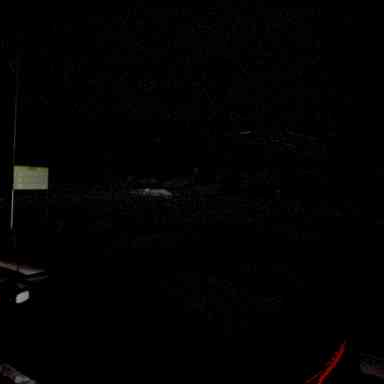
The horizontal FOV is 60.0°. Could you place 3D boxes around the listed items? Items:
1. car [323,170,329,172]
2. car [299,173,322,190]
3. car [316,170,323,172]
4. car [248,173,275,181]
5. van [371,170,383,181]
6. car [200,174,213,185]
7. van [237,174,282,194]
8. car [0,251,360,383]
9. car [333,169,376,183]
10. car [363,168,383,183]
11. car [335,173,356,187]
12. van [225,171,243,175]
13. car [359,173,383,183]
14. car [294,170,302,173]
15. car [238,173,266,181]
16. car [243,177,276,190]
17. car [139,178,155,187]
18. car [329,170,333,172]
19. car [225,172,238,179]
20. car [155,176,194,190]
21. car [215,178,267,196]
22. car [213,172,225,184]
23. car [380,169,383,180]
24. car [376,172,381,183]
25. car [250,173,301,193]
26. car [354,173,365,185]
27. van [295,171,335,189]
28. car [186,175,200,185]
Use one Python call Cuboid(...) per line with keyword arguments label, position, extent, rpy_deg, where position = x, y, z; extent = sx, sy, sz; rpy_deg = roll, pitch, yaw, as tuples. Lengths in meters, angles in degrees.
Cuboid(label="car", position=(30.153, -4.593, 80.966), extent=(4.553, 1.767, 2.185), rpy_deg=(2, 6, 31))
Cuboid(label="car", position=(15.260, -1.263, 46.585), extent=(4.553, 1.767, 2.185), rpy_deg=(4, 7, 32))
Cuboid(label="car", position=(27.854, -4.258, 79.169), extent=(4.674, 1.452, 2.002), rpy_deg=(2, 5, 31))
Cuboid(label="car", position=(14.224, -3.163, 68.077), extent=(4.792, 1.488, 2.163), rpy_deg=(2, 5, 31))
Cuboid(label="van", position=(36.586, -3.044, 63.211), extent=(4.442, 1.987, 1.878), rpy_deg=(4, 7, 31))
Cuboid(label="car", position=(0.542, -2.045, 56.945), extent=(4.792, 1.488, 2.163), rpy_deg=(2, 6, 30))
Cuboid(label="van", position=(8.260, -0.799, 41.026), extent=(4.442, 1.987, 1.878), rpy_deg=(4, 7, 32))
Cuboid(label="car", position=(-0.775, 1.475, 4.014), extent=(5.008, 1.535, 1.882), rpy_deg=(0, 0, 36))
Cuboid(label="car", position=(27.162, -2.317, 55.750), extent=(5.566, 2.045, 2.435), rpy_deg=(4, 7, 31))
Cuboid(label="car", position=(31.858, -2.696, 59.495), extent=(5.566, 2.045, 2.435), rpy_deg=(4, 7, 31))
Cuboid(label="car", position=(22.409, -1.692, 52.074), extent=(4.892, 1.521, 2.231), rpy_deg=(4, 7, 32))
Cuboid(label="van", position=(7.285, -2.864, 62.569), extent=(4.442, 1.987, 1.878), rpy_deg=(2, 6, 31))
Cuboid(label="car", position=(33.998, -2.651, 61.506), extent=(5.366, 1.575, 1.946), rpy_deg=(4, 7, 31))
Cuboid(label="car", position=(21.023, -3.749, 73.625), extent=(4.892, 1.521, 2.231), rpy_deg=(2, 6, 31))
Cuboid(label="car", position=(11.923, -3.008, 66.244), extent=(5.008, 1.535, 2.097), rpy_deg=(2, 5, 31))
Cuboid(label="car", position=(9.690, -1.291, 48.196), extent=(1.882, 1.535, 5.008), rpy_deg=(-4, 6, -27))
Cuboid(label="car", position=(-6.250, -1.470, 51.319), extent=(4.674, 1.452, 2.002), rpy_deg=(2, 5, 30))
Cuboid(label="car", position=(32.419, -4.637, 82.830), extent=(5.008, 1.535, 2.097), rpy_deg=(2, 6, 31))
Cuboid(label="car", position=(5.114, -2.449, 60.673), extent=(5.008, 1.535, 2.097), rpy_deg=(2, 5, 30))
Cuboid(label="car", position=(-2.473, -1.137, 47.776), extent=(4.674, 1.442, 1.812), rpy_deg=(-5, 7, -39))
Cuboid(label="car", position=(5.782, -0.398, 39.292), extent=(5.008, 1.535, 2.097), rpy_deg=(4, 7, 32))
Cuboid(label="car", position=(2.866, -2.385, 58.769), extent=(4.553, 1.767, 2.185), rpy_deg=(2, 6, 30))
Cuboid(label="car", position=(41.161, -3.438, 67.008), extent=(5.566, 2.045, 2.435), rpy_deg=(4, 7, 31))
Cuboid(label="car", position=(29.492, -2.257, 57.661), extent=(4.892, 1.521, 2.231), rpy_deg=(4, 7, 31))
Cuboid(label="car", position=(10.507, -1.017, 42.917), extent=(5.566, 2.045, 2.435), rpy_deg=(4, 7, 32))
Cuboid(label="car", position=(24.795, -1.850, 53.920), extent=(4.792, 1.488, 2.163), rpy_deg=(4, 7, 32))
Cuboid(label="van", position=(17.763, -1.539, 48.326), extent=(4.442, 1.987, 1.878), rpy_deg=(4, 7, 32))
Cuboid(label="car", position=(-1.682, -2.010, 55.029), extent=(4.553, 1.767, 2.185), rpy_deg=(2, 6, 30))
